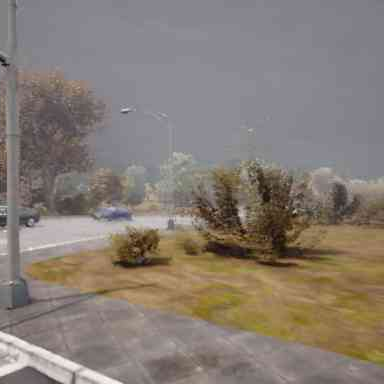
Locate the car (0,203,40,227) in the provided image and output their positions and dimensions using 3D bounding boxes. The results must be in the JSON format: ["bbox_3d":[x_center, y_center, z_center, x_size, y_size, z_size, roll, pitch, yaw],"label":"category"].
[{"bbox_3d":[-12.553,1.690,22.256,1.837,1.490,4.892,0,-1,24],"label":"car"}]

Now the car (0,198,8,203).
[{"bbox_3d":[-15.492,1.435,24.266,2.150,2.045,5.566,0,-1,24],"label":"car"}]

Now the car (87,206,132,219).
[{"bbox_3d":[-9.334,2.318,38.163,2.033,1.411,5.357,0,-3,24],"label":"car"}]

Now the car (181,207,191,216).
[{"bbox_3d":[0.573,2.879,51.707,2.097,1.767,4.553,0,-3,24],"label":"car"}]

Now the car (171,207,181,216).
[{"bbox_3d":[-1.783,3.167,54.984,1.812,1.442,4.674,0,-3,24],"label":"car"}]

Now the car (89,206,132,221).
[{"bbox_3d":[-7.756,2.098,33.087,1.812,1.442,4.674,0,-3,24],"label":"car"}]
